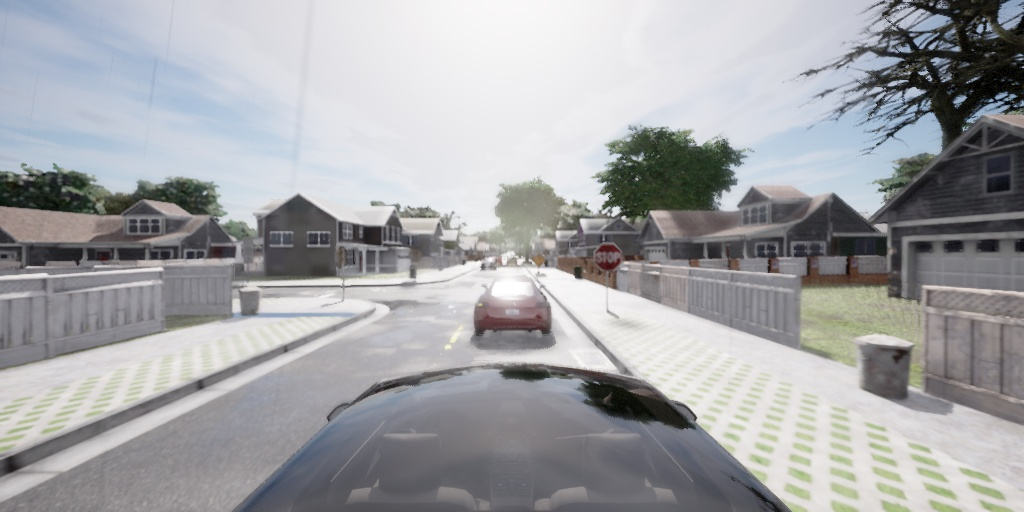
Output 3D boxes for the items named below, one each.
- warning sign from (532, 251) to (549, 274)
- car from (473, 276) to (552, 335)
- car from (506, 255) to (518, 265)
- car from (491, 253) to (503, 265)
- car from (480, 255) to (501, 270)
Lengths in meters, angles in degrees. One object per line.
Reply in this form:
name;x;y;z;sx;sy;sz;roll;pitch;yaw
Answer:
warning sign;2.498;0.678;33.065;1.300;1.860;1.060;0;0;0
car;0.038;1.266;10.372;1.994;1.385;4.181;0;0;1
car;0.008;0.867;62.171;1.812;1.442;4.674;0;1;0
car;-2.811;0.548;62.149;2.150;2.045;5.566;0;0;0
car;-2.869;0.971;44.510;2.128;1.511;4.902;0;0;0
